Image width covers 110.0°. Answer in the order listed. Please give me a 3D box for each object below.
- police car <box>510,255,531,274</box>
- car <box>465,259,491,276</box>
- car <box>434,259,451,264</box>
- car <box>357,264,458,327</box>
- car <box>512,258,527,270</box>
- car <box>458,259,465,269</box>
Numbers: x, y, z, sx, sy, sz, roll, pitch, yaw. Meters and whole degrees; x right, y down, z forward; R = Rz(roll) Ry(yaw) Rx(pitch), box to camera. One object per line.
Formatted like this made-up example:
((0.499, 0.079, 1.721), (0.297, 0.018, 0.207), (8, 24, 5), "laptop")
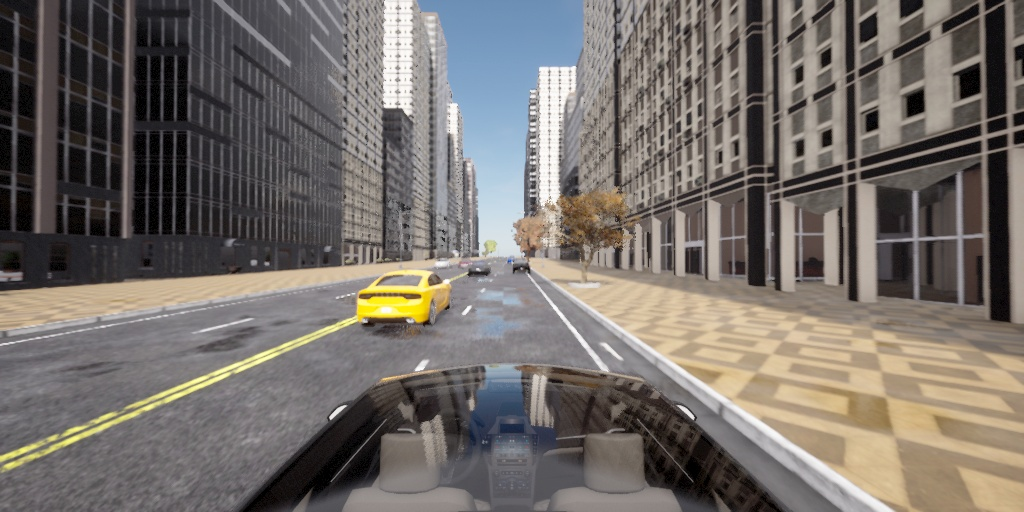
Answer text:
((0.982, 1.041, 38.367), (1.930, 1.638, 5.238), (0, 0, 0), "police car")
((-3.150, 1.191, 35.306), (1.994, 1.385, 4.181), (0, 0, 0), "car")
((-9.797, 1.096, 50.890), (1.812, 1.442, 4.674), (0, 0, 0), "car")
((-3.148, 1.192, 11.455), (1.882, 1.535, 5.008), (0, 0, 0), "car")
((0.983, 1.057, 48.258), (1.882, 1.535, 5.008), (0, 0, 0), "car")
((-6.552, 1.095, 50.986), (1.812, 1.442, 4.674), (0, 0, 0), "car")
